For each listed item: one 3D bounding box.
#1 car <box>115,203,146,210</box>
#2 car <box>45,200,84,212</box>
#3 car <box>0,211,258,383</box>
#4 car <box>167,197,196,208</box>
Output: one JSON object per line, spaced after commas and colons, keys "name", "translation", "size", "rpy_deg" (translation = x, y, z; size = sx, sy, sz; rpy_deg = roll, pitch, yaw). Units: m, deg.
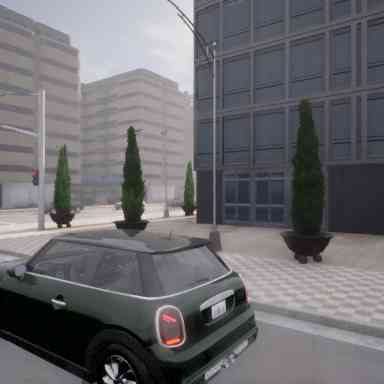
{"name": "car", "translation": [-8.145, 1.581, 44.288], "size": [1.812, 1.442, 4.674], "rpy_deg": [0, 0, 35]}
{"name": "car", "translation": [-14.041, 1.560, 35.949], "size": [1.837, 1.490, 4.892], "rpy_deg": [0, 0, 35]}
{"name": "car", "translation": [-1.424, 1.352, 5.009], "size": [4.553, 1.767, 2.097], "rpy_deg": [0, 0, 35]}
{"name": "car", "translation": [-0.984, 1.656, 48.037], "size": [1.895, 1.301, 4.718], "rpy_deg": [0, 0, 35]}
